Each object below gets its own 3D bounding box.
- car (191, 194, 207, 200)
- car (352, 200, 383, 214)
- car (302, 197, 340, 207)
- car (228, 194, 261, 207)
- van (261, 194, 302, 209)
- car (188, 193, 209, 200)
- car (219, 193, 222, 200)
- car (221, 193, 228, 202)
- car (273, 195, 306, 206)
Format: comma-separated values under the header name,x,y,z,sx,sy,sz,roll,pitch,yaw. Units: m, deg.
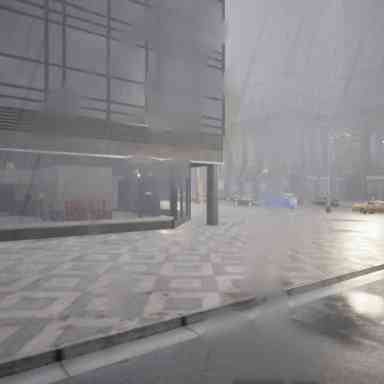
name,x,y,z,sx,sy,sz,roll,pitch,yaw
car,0.927,1.051,53.095,1.752,1.417,4.829,1,0,-35
car,17.112,1.398,30.129,1.752,1.417,4.829,1,0,-35
car,17.502,1.315,44.375,1.947,1.339,4.313,1,0,-35
car,7.303,1.230,44.047,2.008,1.369,4.403,1,0,-35
van,10.541,1.090,39.455,1.690,1.788,3.998,1,0,-35
car,1.320,0.910,67.333,2.008,1.369,4.403,1,0,-35
car,4.558,0.880,62.742,1.967,1.590,4.097,1,0,-35
car,7.793,1.073,58.151,2.008,1.369,4.403,1,0,-35
car,14.267,1.223,48.966,1.887,1.381,4.507,1,0,-35
